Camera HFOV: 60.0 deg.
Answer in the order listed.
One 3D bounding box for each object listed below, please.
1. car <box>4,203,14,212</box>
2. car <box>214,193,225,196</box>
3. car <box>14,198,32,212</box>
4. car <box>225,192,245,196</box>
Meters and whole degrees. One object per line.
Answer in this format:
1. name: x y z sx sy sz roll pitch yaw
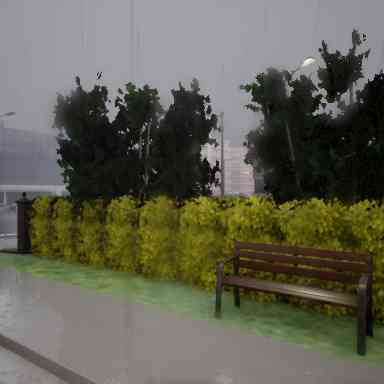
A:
1. car: -18.874 1.479 38.046 1.812 1.442 4.674 0 0 35
2. car: 6.506 0.767 74.026 1.895 1.301 4.718 0 0 35
3. car: -16.119 1.553 35.897 1.895 1.301 4.718 0 0 36
4. car: 9.822 0.644 72.658 1.882 1.535 5.008 0 0 35
